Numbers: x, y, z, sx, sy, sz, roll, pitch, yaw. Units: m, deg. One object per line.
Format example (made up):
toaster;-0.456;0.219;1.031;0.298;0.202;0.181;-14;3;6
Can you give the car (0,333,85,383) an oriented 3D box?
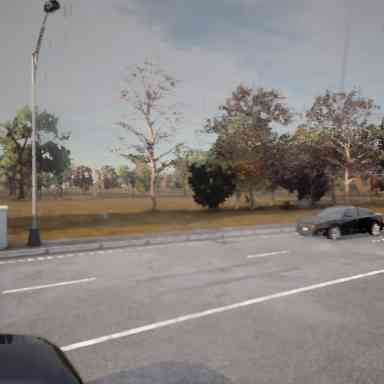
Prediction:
car;-2.633;1.553;1.747;4.181;1.385;1.994;0;0;-36

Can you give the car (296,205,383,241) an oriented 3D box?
car;7.469;1.451;16.696;5.008;1.535;1.882;0;0;-29
